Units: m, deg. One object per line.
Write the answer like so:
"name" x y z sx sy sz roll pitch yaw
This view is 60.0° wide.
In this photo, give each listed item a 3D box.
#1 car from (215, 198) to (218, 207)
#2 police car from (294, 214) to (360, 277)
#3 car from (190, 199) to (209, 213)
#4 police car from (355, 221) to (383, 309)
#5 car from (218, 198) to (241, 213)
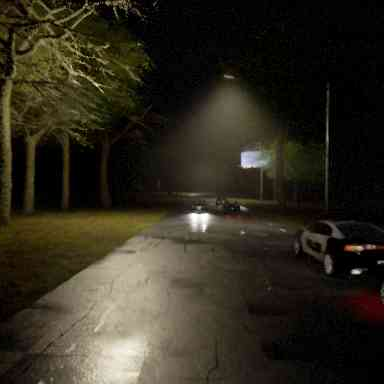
"car" 4.682 1.577 52.339 2.033 1.411 5.357 1 1 1
"police car" 4.751 1.544 10.788 1.930 1.638 5.238 1 0 1
"car" 0.837 1.536 37.733 2.128 1.511 4.902 1 0 1
"police car" 4.609 1.520 4.791 1.930 1.638 5.238 1 0 1
"car" 4.412 1.592 37.914 2.128 1.511 4.902 1 0 2
